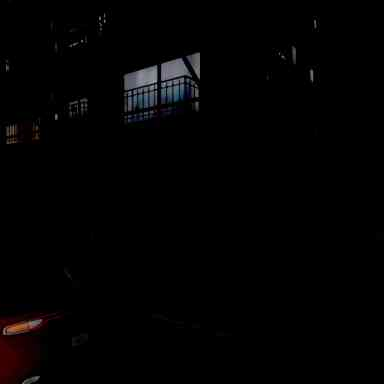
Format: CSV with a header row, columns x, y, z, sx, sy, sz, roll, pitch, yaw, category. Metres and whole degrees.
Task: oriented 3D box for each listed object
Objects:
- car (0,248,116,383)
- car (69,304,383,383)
x,y,z,sx,sy,sz,roll,pitch,yaw,category
-3.087,1.545,5.093,4.507,1.381,1.887,0,0,36,car
1.494,1.566,1.809,4.313,1.339,1.947,0,0,36,car
